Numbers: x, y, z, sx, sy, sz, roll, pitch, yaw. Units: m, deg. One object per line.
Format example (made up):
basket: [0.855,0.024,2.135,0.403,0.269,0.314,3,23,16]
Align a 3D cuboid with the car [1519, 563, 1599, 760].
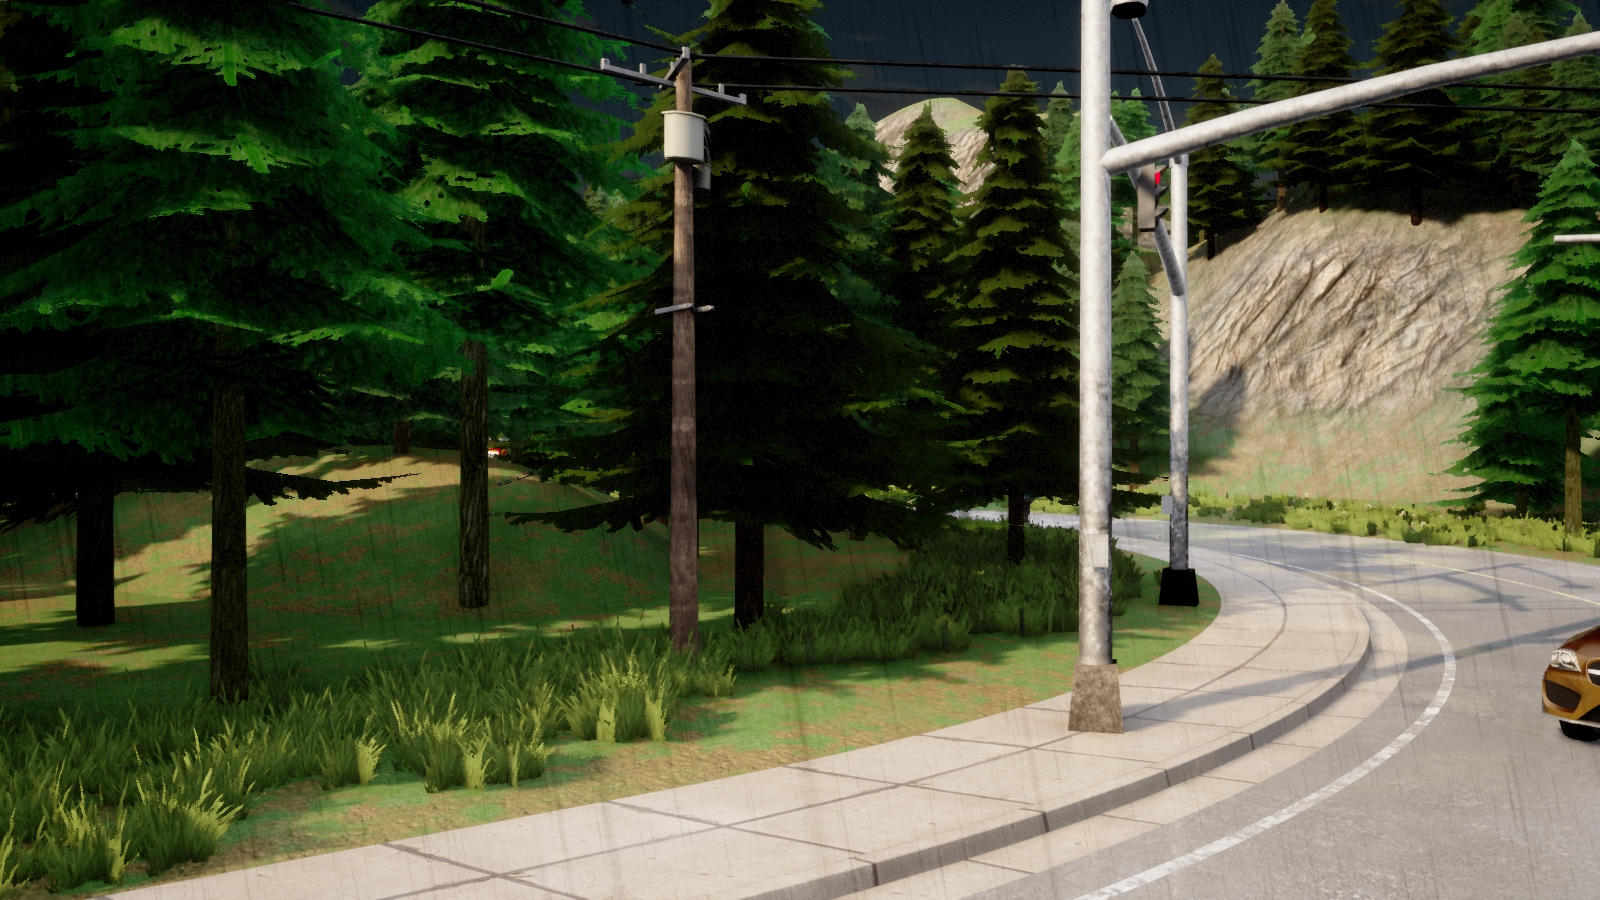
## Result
car: [9.577,1.970,11.147,5.027,1.651,2.152,0,0,-29]
